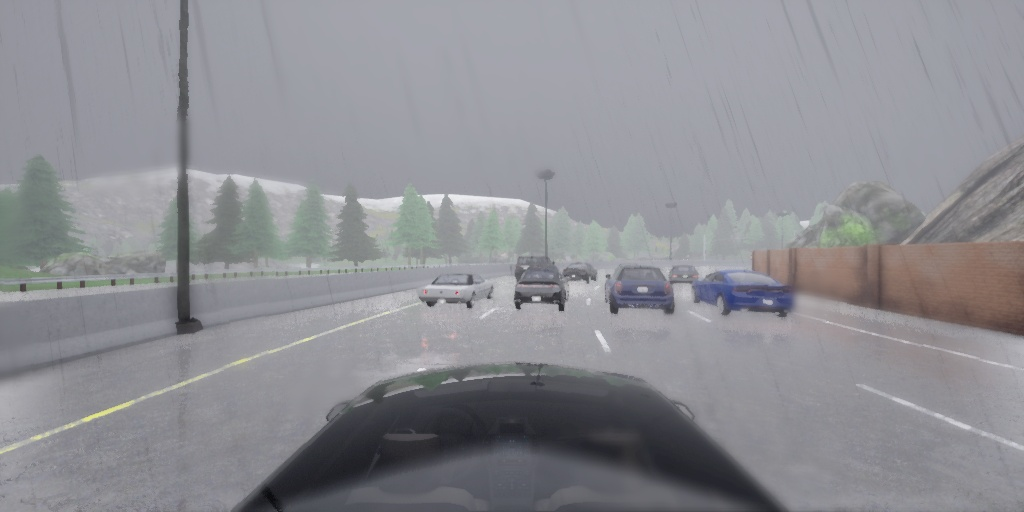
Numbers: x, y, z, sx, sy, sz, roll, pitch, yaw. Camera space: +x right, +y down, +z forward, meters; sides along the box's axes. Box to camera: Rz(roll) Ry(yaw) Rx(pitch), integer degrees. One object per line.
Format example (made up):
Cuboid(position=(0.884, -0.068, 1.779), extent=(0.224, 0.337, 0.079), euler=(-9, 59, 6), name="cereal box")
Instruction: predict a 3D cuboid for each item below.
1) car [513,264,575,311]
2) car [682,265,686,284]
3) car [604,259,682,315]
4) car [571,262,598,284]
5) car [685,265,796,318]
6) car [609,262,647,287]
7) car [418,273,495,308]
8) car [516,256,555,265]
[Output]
Cuboid(position=(1.311, 1.245, 14.542), extent=(2.128, 1.511, 4.902), euler=(0, 0, 11), name="car")
Cuboid(position=(11.672, 1.313, 24.417), extent=(2.033, 1.411, 5.357), euler=(0, 0, 23), name="car")
Cuboid(position=(4.735, 1.116, 13.816), extent=(2.097, 1.767, 4.553), euler=(0, 0, 11), name="car")
Cuboid(position=(5.231, 1.235, 27.157), extent=(1.882, 1.535, 5.008), euler=(0, 0, 23), name="car")
Cuboid(position=(8.171, 1.235, 13.149), extent=(1.882, 1.535, 5.008), euler=(0, 0, 11), name="car")
Cuboid(position=(8.452, 1.245, 25.787), extent=(2.128, 1.511, 4.902), euler=(0, 0, 23), name="car")
Cuboid(position=(-2.113, 1.366, 15.268), extent=(1.895, 1.301, 4.718), euler=(0, 0, 11), name="car")
Cuboid(position=(2.022, 1.008, 28.555), extent=(2.150, 2.045, 5.566), euler=(0, 0, 23), name="car")
